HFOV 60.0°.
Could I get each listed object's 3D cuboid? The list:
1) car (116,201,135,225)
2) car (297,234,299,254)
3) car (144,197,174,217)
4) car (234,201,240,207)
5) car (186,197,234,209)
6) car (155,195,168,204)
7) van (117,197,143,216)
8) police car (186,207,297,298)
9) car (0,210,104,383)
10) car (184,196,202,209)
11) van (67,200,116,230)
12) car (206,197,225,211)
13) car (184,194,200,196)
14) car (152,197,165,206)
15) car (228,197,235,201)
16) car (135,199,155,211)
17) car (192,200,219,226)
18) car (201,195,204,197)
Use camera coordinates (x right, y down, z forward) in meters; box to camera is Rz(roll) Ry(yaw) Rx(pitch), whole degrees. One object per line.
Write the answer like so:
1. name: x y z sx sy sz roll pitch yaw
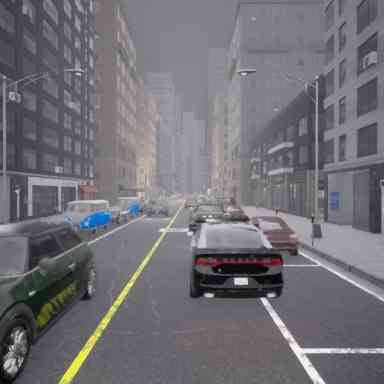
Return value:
1. car: -5.682 1.551 23.869 2.008 1.369 4.403 0 0 0
2. car: 2.849 1.581 12.871 1.802 1.307 4.206 0 0 0
3. car: -3.016 1.505 30.908 1.837 1.490 4.892 0 0 0
4. car: 2.844 1.582 23.873 1.802 1.307 4.206 0 0 0
5. car: 0.890 1.351 18.516 2.097 1.767 4.553 0 0 0
6. car: -5.702 1.453 62.379 1.967 1.590 4.097 0 0 0
7. van: -5.685 1.342 29.371 1.690 1.788 3.998 0 0 0
8. police car: 0.895 1.425 8.655 1.930 1.638 5.238 0 0 0
9. car: -3.103 1.352 5.315 2.097 1.767 4.553 0 0 0
10. car: -0.008 1.569 45.453 1.994 1.385 4.181 0 0 0
11. van: -5.679 1.341 18.369 1.690 1.788 3.998 0 0 0
12. car: 2.835 1.444 40.378 1.967 1.590 4.097 0 0 0
13. car: -0.030 1.516 58.888 1.837 1.490 4.892 0 0 0
14. car: -5.699 1.592 56.877 1.802 1.307 4.206 0 0 0
15. car: 2.840 1.316 29.375 2.192 1.841 5.009 0 0 0
16. car: -5.690 1.585 40.374 1.802 1.307 4.206 0 0 0
17. car: 0.887 1.456 24.735 1.801 1.575 5.366 0 0 0
18. car: 2.829 1.558 51.380 2.008 1.369 4.403 0 0 0
